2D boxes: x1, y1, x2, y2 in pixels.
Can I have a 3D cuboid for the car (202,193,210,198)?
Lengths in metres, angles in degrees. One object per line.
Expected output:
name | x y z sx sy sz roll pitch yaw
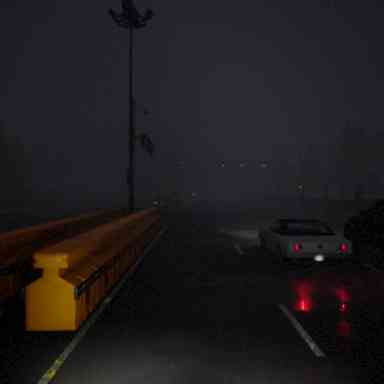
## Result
car | 3.985 1.098 94.720 1.994 1.385 4.181 0 0 0

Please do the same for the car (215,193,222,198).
car | 7.485 1.070 94.701 1.812 1.442 4.674 0 0 0

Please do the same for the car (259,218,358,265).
car | 3.601 1.565 11.562 1.895 1.301 4.718 0 0 1

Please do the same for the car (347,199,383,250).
car | 7.091 1.188 10.896 2.150 2.045 5.566 0 0 1

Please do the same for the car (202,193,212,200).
car | 3.929 1.214 84.301 1.882 1.535 5.008 0 0 0

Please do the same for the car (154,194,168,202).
car | -6.651 1.146 69.181 2.097 1.767 4.553 0 0 0

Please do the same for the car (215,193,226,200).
car | 7.429 1.214 84.282 1.882 1.535 5.008 0 0 0

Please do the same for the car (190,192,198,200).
car | 0.432 1.331 84.766 1.895 1.301 4.718 0 0 0
